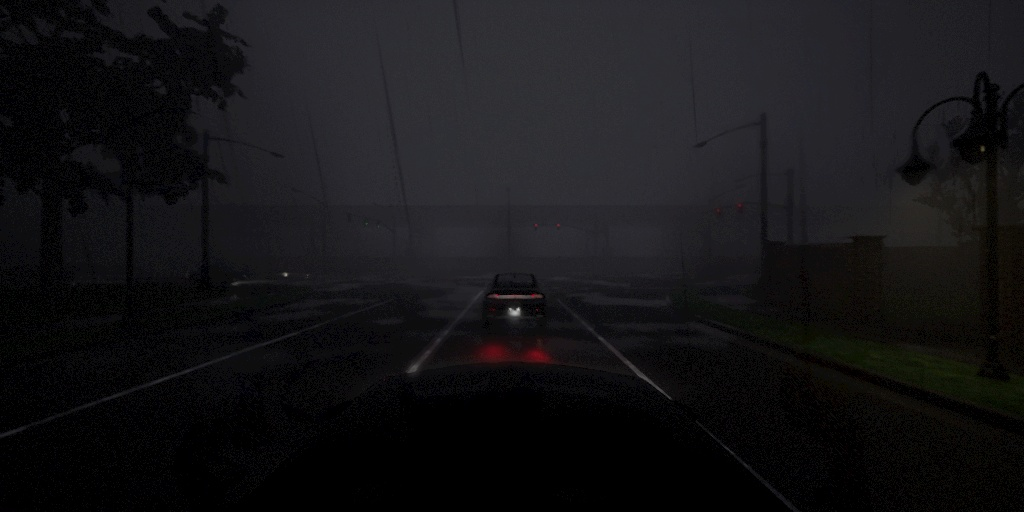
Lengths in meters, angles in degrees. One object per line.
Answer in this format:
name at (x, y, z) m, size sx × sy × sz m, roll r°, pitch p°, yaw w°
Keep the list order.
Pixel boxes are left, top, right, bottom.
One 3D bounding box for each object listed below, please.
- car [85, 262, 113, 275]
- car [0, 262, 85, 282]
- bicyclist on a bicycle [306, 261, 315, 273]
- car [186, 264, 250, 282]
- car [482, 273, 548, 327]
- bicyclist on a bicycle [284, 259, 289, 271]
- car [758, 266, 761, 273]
car at (-49.760, 1.469, 41.420) m, size 4.892 × 1.490 × 1.837 m, roll 0°, pitch 0°, yaw 2°
car at (-40.455, 1.438, 30.667) m, size 4.902 × 1.511 × 2.128 m, roll 0°, pitch 0°, yaw 2°
bicyclist on a bicycle at (-27.051, 1.453, 48.190) m, size 0.582 × 1.620 × 1.656 m, roll 0°, pitch 0°, yaw 14°
car at (-24.692, 1.429, 30.152) m, size 4.674 × 1.442 × 1.812 m, roll 0°, pitch 0°, yaw 2°
car at (0.091, 1.294, 11.724) m, size 2.128 × 1.511 × 4.902 m, roll 0°, pitch -1°, yaw 0°
bicyclist on a bicycle at (-31.604, 1.312, 50.279) m, size 0.582 × 1.620 × 1.656 m, roll 0°, pitch 0°, yaw -33°
car at (29.753, 1.096, 39.381) m, size 4.553 × 1.767 × 2.097 m, roll -1°, pitch 0°, yaw 2°
